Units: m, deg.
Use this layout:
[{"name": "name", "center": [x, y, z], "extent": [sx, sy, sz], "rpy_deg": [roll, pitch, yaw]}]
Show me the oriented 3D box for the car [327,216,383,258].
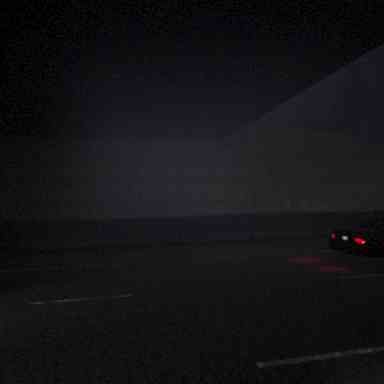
[{"name": "car", "center": [7.232, 1.446, 10.941], "extent": [5.357, 1.411, 2.033], "rpy_deg": [-1, 0, -12]}]
